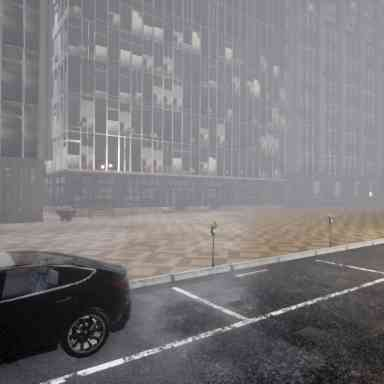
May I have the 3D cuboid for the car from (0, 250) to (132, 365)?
[{"bbox_3d":[-2.928,1.566,4.464,4.313,1.339,1.947,0,1,-35],"label":"car"}]
